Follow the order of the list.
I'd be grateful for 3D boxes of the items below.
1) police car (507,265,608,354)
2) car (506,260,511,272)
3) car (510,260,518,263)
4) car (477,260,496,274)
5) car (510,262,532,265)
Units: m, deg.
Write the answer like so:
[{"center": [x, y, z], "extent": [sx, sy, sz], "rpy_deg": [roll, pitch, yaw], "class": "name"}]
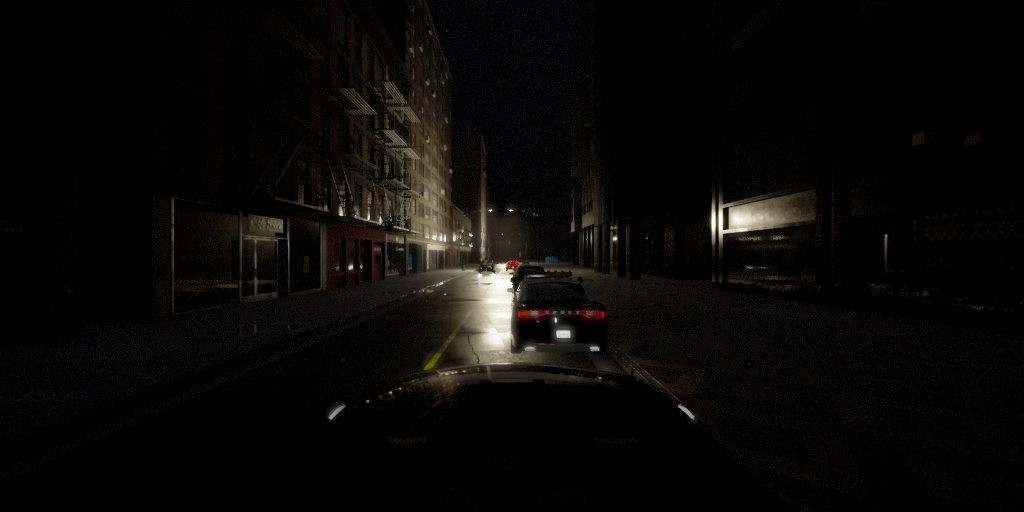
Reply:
[{"center": [0.913, 1.175, 8.912], "extent": [1.930, 1.638, 5.238], "rpy_deg": [0, 0, 0], "class": "police car"}, {"center": [0.142, 1.300, 47.403], "extent": [1.812, 1.442, 4.674], "rpy_deg": [0, 0, 1], "class": "car"}, {"center": [0.952, 1.208, 24.993], "extent": [1.801, 1.575, 5.366], "rpy_deg": [0, 0, 0], "class": "car"}, {"center": [-2.909, 1.272, 42.128], "extent": [1.837, 1.490, 4.892], "rpy_deg": [0, 0, 0], "class": "car"}, {"center": [0.937, 1.255, 18.802], "extent": [1.837, 1.490, 4.892], "rpy_deg": [0, 0, 0], "class": "car"}]
